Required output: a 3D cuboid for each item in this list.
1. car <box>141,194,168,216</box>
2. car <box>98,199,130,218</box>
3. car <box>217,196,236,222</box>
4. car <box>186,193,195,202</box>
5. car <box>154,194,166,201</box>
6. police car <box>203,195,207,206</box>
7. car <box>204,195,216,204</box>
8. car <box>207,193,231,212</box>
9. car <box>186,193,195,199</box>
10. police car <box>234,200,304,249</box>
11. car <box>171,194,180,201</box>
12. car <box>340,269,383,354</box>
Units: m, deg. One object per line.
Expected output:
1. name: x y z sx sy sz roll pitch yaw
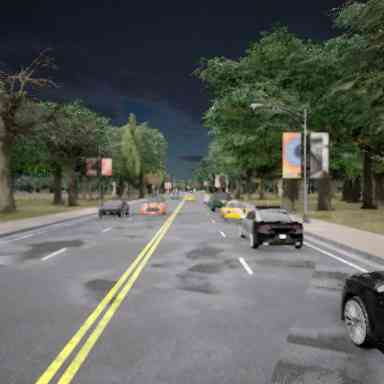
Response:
1. car: -3.414 1.233 31.004 2.097 1.767 4.553 0 0 0
2. car: -6.657 1.368 28.797 1.882 1.535 5.008 0 0 0
3. car: 3.202 1.360 25.535 1.801 1.575 5.366 0 0 0
4. car: -0.268 1.176 67.561 1.882 1.535 5.008 0 0 0
5. car: -6.800 1.230 71.197 2.033 1.411 5.357 0 0 0
6. police car: 3.107 1.318 47.357 2.038 1.542 4.974 0 0 0
7. car: 3.042 1.288 58.361 1.812 1.442 4.674 0 0 0
8. car: 3.160 1.080 36.380 2.150 2.045 5.566 0 0 0
9. car: -0.432 1.124 86.540 2.128 1.511 4.902 0 0 -1
10. police car: 3.231 1.373 14.450 1.930 1.638 5.238 0 0 0
11. car: -3.565 1.162 73.028 1.994 1.385 4.181 0 0 0
12. car: 3.247 1.480 3.335 2.128 1.511 4.902 0 0 0
